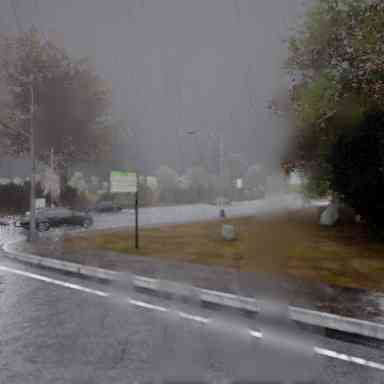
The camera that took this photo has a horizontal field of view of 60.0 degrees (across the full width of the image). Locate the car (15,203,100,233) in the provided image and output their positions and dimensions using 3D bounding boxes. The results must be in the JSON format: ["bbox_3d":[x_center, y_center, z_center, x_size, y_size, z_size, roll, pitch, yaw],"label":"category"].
[{"bbox_3d":[-8.402,1.634,20.644,1.812,1.442,4.674,0,0,39],"label":"car"}]

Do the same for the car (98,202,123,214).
[{"bbox_3d":[-9.874,1.760,35.781,1.895,1.301,4.718,0,0,39],"label":"car"}]

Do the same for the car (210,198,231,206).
[{"bbox_3d":[4.625,1.624,54.582,1.994,1.385,4.181,0,0,36],"label":"car"}]
